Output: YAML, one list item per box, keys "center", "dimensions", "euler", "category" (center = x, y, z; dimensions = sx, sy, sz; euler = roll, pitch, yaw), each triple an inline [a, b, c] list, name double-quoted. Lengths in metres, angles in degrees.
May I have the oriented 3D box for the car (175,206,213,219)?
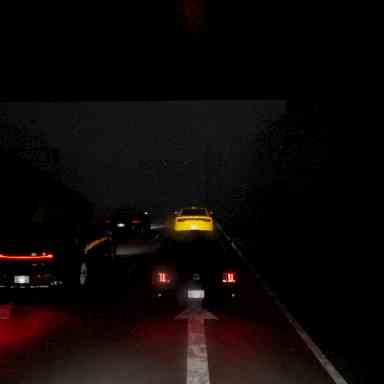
- center: [0.090, 1.478, 17.709]
  dimensions: [1.882, 1.535, 5.008]
  euler: [0, 0, 0]
  category: "car"

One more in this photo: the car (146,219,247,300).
- center: [0.087, 1.601, 8.366]
  dimensions: [1.895, 1.301, 4.718]
  euler: [0, 0, 0]
  category: "car"

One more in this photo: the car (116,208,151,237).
- center: [-3.410, 1.564, 17.987]
  dimensions: [1.994, 1.385, 4.181]
  euler: [0, 0, 0]
  category: "car"

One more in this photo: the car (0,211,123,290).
- center: [-3.412, 1.505, 9.087]
  dimensions: [1.837, 1.490, 4.892]
  euler: [0, 0, 0]
  category: "car"
